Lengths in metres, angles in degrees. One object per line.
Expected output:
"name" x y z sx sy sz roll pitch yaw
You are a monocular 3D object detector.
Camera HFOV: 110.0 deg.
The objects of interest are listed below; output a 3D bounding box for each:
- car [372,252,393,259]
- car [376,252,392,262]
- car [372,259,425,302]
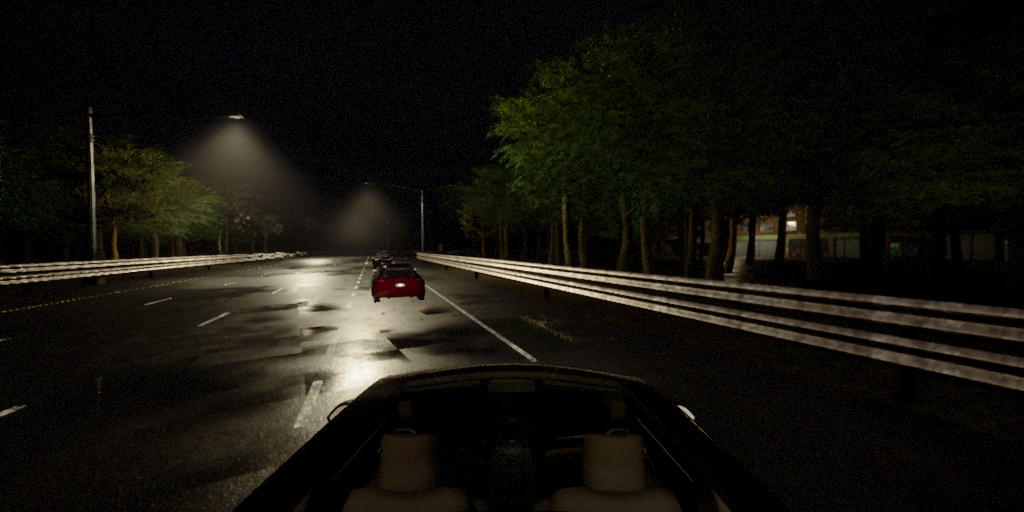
"car" -13.242 0.504 36.655 2.128 1.511 4.902 -1 1 -21
"car" -20.145 0.116 56.516 1.812 1.442 4.674 -1 1 -14
"car" -4.921 1.026 15.305 1.994 1.385 4.181 -1 1 -21
